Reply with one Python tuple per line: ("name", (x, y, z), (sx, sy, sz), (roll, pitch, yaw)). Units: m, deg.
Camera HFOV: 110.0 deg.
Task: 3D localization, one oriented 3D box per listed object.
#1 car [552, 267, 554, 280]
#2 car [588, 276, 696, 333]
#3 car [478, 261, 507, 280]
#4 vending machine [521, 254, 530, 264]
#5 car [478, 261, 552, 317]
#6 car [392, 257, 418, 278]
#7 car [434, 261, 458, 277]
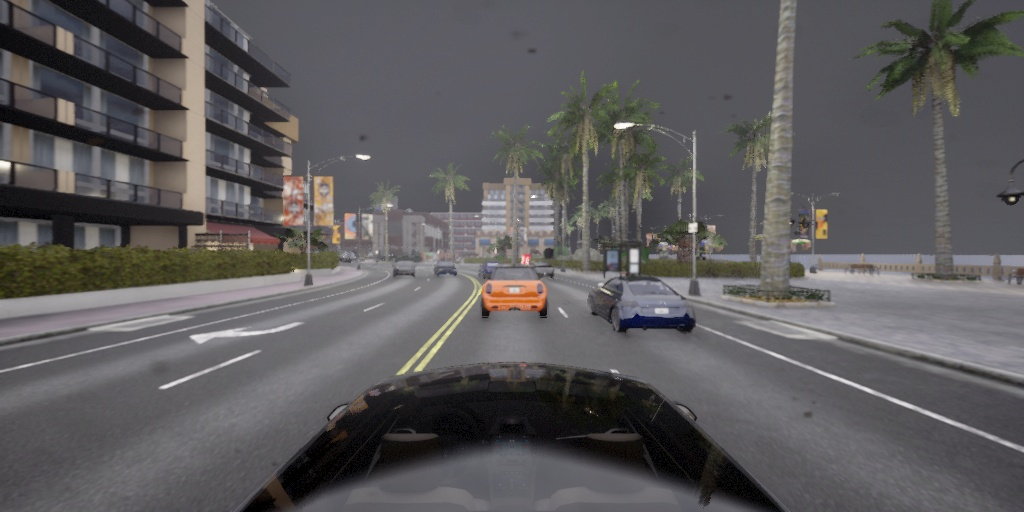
("car", (2.014, 1.119, 29.243), (2.128, 1.511, 4.902), (0, 0, -11))
("car", (3.583, 1.275, 10.610), (1.994, 1.385, 4.181), (0, 0, 0))
("car", (-1.722, 1.149, 30.206), (1.812, 1.442, 4.674), (0, 0, -11))
("vending machine", (2.061, 0.720, 52.479), (1.100, 2.100, 0.880), (0, 0, -26))
("car", (0.052, 1.051, 13.019), (2.097, 1.767, 4.553), (0, 0, -1))
("car", (-9.456, 1.122, 31.740), (1.837, 1.490, 4.892), (0, 0, -15))
("car", (-6.268, 1.156, 33.593), (2.033, 1.411, 5.357), (0, 0, -16))
